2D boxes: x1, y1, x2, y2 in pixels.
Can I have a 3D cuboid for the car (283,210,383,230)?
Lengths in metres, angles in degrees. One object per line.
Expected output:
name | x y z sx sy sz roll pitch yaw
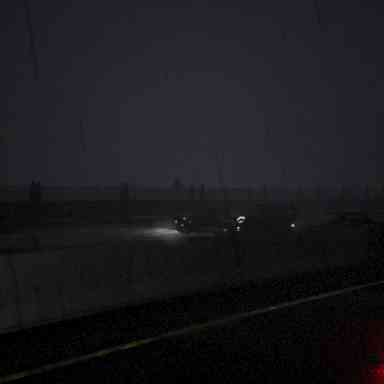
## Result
car | 6.803 1.600 15.320 4.718 1.301 1.895 0 0 -27

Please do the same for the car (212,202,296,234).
car | 3.668 1.331 17.583 4.553 1.767 2.097 0 0 -27

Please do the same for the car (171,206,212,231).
car | 0.854 1.524 20.041 4.181 1.385 1.994 0 0 -28
